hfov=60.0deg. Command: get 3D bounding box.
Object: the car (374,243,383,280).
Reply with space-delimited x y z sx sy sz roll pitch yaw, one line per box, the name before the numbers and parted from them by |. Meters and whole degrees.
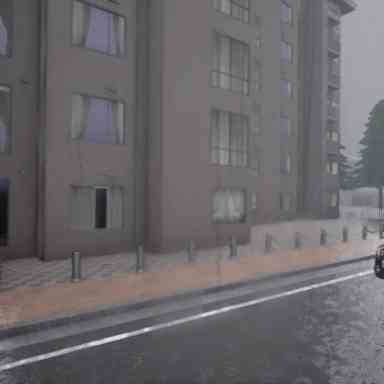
car | 6.896 1.492 9.000 4.553 1.767 2.097 1 0 -36
